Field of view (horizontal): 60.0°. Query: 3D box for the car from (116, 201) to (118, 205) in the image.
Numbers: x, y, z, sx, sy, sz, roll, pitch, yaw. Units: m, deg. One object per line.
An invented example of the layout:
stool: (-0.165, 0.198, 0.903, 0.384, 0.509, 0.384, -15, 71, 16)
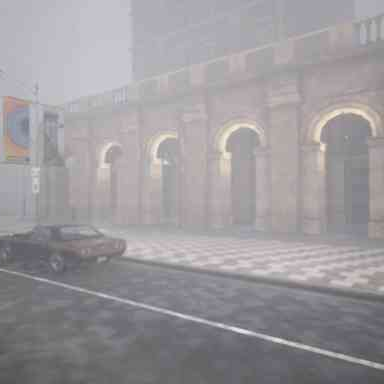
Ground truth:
car: (-13.950, 2.111, 67.516, 2.033, 1.411, 5.357, -1, 0, 36)

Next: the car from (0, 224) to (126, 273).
car: (-4.467, 1.707, 11.044, 4.718, 1.301, 1.895, -1, 0, 35)
